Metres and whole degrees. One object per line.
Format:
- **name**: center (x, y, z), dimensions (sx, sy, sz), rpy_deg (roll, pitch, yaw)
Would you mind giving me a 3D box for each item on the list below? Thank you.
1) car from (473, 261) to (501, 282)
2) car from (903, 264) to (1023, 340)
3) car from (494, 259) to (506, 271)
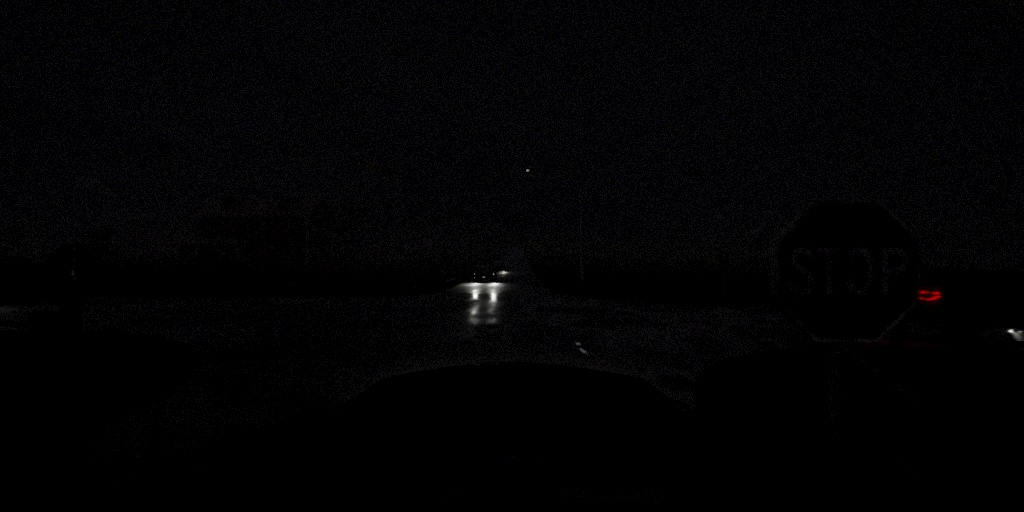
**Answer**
- **car**: center (-2.222, 1.435, 31.226), dimensions (1.837, 1.490, 4.892), rpy_deg (0, 0, 1)
- **car**: center (14.176, 1.309, 10.883), dimensions (5.566, 2.045, 2.150), rpy_deg (1, 1, 1)
- **car**: center (-1.841, 1.213, 49.624), dimensions (1.882, 1.535, 5.008), rpy_deg (0, 1, 1)
